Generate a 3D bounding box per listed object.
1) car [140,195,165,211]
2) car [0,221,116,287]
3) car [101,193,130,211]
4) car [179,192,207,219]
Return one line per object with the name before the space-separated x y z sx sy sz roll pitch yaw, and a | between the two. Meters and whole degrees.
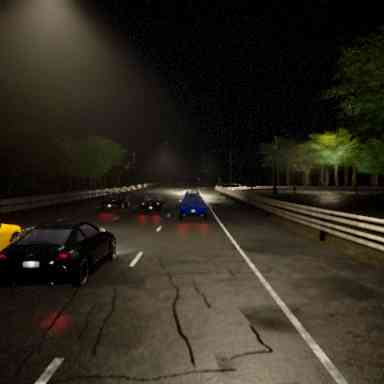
car | -3.428 0.940 29.831 1.895 1.301 4.718 0 2 0
car | -3.410 1.469 9.057 1.994 1.385 4.181 0 1 0
car | -6.928 0.827 30.301 1.837 1.490 4.892 0 2 0
car | 0.077 1.017 24.189 1.882 1.535 5.008 0 2 0
